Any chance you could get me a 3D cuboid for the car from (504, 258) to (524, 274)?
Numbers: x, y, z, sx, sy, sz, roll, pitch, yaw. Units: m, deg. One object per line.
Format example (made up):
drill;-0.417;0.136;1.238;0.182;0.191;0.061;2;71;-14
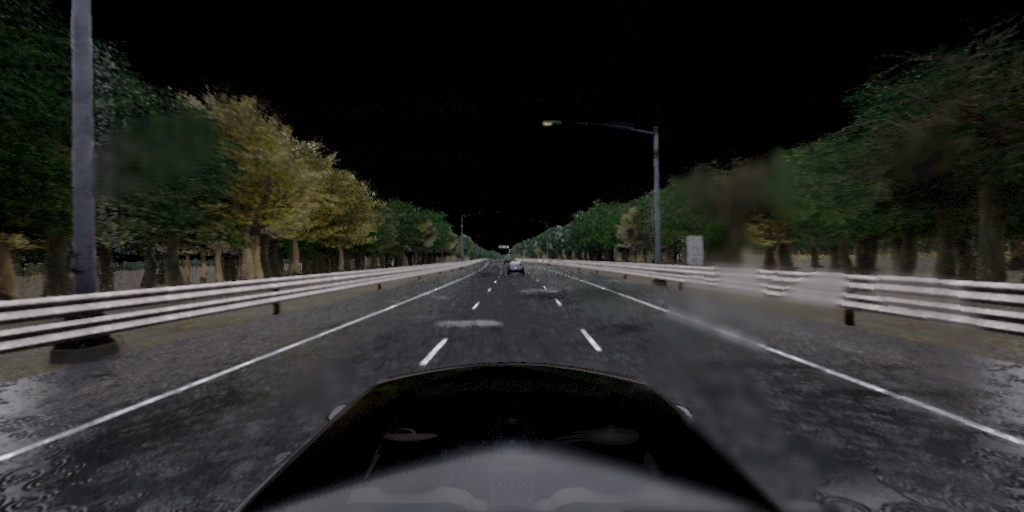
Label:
car;0.422;1.390;43.369;2.163;1.488;4.792;-1;0;0
